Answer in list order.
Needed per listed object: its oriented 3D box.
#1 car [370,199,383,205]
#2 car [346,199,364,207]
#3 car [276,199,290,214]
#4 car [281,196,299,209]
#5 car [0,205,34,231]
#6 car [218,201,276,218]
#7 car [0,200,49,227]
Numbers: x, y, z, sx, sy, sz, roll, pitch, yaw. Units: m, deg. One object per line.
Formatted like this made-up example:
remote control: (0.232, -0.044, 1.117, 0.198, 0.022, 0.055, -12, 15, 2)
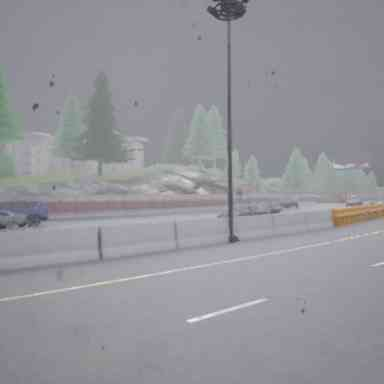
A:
car: (31.845, 1.926, 56.672, 2.033, 1.411, 5.357, -1, -1, 40)
car: (28.521, 1.906, 58.163, 1.882, 1.535, 5.008, -1, 0, 40)
car: (7.586, 1.825, 33.746, 1.837, 1.490, 4.892, -1, 0, 45)
car: (15.207, 1.698, 53.148, 2.150, 2.045, 5.566, -1, -1, 40)
car: (-12.862, 1.832, 20.690, 4.902, 1.511, 2.128, 0, -1, -36)
car: (4.041, 1.609, 25.413, 4.553, 1.767, 2.097, 0, -1, -42)
car: (-13.540, 1.612, 24.511, 5.566, 2.045, 2.150, 0, -1, -37)
